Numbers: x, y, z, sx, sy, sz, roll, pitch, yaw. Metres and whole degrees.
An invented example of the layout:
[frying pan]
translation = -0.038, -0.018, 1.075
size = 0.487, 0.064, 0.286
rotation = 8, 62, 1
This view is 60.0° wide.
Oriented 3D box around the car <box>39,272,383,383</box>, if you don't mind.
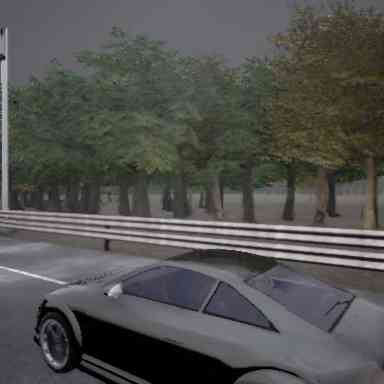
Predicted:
[car]
translation = 0.021, 1.377, 3.854
size = 4.181, 1.385, 1.994
rotation = 0, 0, 35
